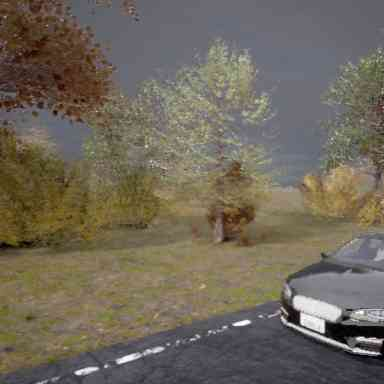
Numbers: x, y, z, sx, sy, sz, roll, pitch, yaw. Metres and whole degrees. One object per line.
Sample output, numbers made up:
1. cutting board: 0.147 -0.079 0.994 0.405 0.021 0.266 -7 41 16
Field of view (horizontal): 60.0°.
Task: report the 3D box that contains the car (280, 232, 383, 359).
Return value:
1. car: 3.638 1.507 5.884 4.902 1.511 2.128 0 0 -35
